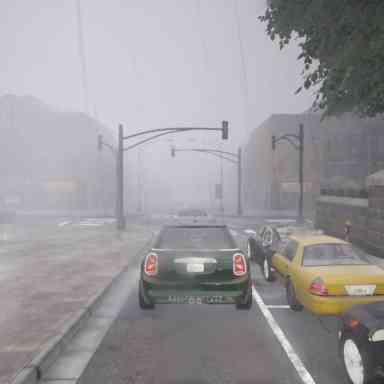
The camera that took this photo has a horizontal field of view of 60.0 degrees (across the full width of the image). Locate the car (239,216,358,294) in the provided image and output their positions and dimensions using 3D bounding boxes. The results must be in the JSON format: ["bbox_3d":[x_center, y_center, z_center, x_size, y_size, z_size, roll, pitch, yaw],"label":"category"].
[{"bbox_3d":[2.665,1.549,9.579,2.008,1.369,4.403,-1,0,0],"label":"car"}]

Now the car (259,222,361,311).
[{"bbox_3d":[2.685,1.524,7.605,1.752,1.417,4.829,-1,0,0],"label":"car"}]

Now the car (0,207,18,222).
[{"bbox_3d":[-14.725,1.427,23.081,4.892,1.490,1.837,1,1,0],"label":"car"}]

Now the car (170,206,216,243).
[{"bbox_3d":[0.036,1.556,17.421,2.033,1.411,5.357,0,0,0],"label":"car"}]

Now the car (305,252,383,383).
[{"bbox_3d":[2.625,1.550,2.443,2.008,1.369,4.403,-1,0,0],"label":"car"}]

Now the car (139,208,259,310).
[{"bbox_3d":[0.077,1.350,7.986,2.097,1.767,4.553,0,0,0],"label":"car"}]
